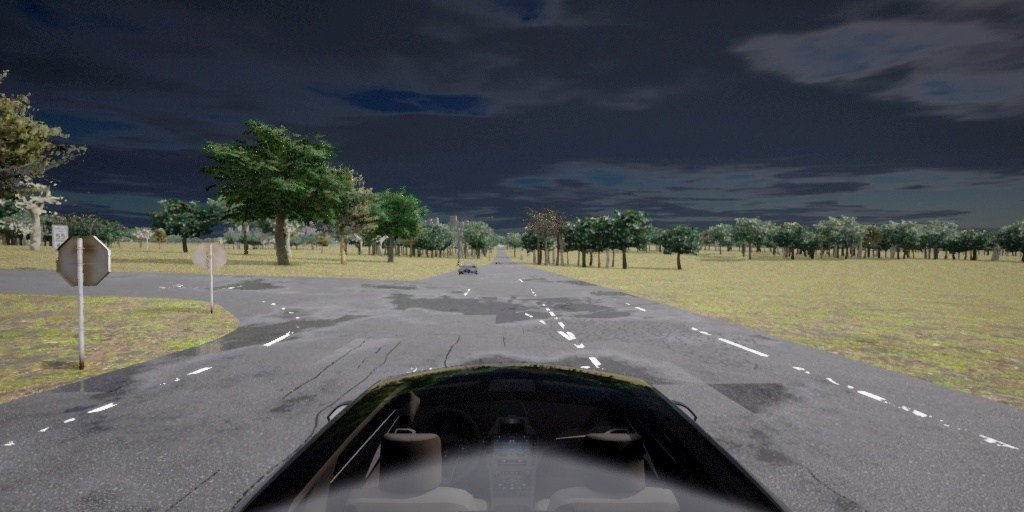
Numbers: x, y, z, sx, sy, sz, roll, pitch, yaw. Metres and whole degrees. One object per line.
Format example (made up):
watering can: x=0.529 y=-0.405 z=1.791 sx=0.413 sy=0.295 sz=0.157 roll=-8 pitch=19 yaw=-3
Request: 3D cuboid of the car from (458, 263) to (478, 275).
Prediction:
car: x=-4.836 y=1.440 z=40.010 sx=1.994 sy=1.385 sz=4.181 roll=0 pitch=0 yaw=-2
